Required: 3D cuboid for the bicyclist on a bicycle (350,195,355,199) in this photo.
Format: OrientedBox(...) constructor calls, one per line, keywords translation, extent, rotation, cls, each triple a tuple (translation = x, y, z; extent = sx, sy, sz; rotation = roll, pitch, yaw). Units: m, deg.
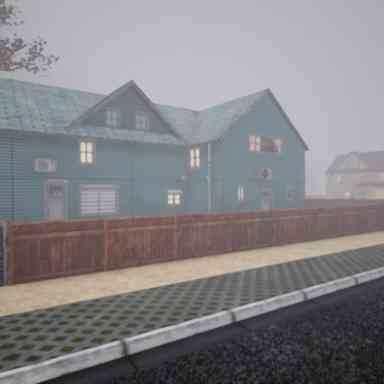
OrientedBox(translation=(17.868, 1.113, 36.985), extent=(1.656, 1.620, 0.582), rotation=(-1, 1, -36), cls="bicyclist on a bicycle")
